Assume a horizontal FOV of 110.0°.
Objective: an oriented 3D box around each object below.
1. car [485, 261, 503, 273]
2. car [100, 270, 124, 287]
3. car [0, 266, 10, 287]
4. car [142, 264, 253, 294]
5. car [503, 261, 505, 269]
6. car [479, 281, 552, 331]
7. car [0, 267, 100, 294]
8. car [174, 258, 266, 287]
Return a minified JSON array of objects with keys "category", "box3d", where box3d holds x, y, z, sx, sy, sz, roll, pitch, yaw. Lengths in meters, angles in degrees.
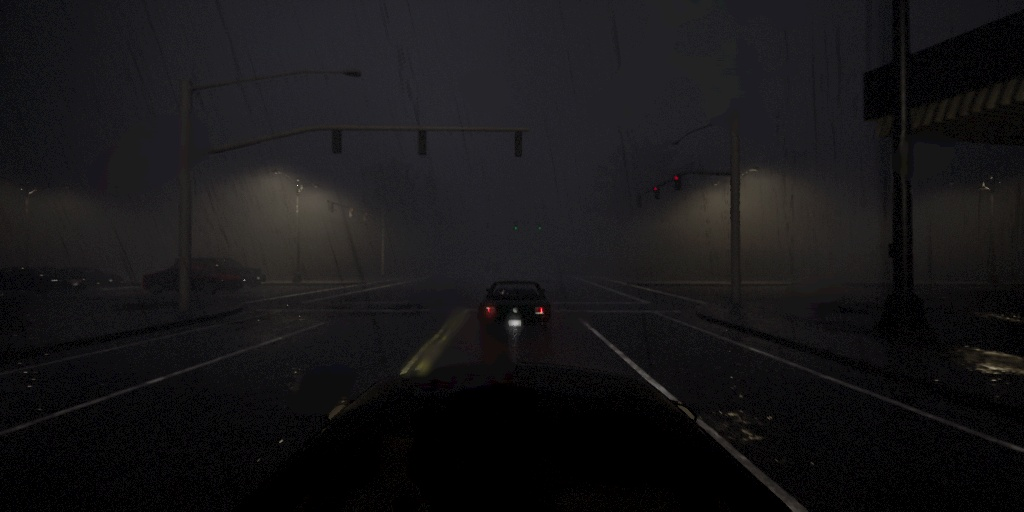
[{"category":"car","box3d":[-2.790,1.682,51.738,2.033,1.411,5.357,0,0,1]},{"category":"car","box3d":[-29.339,1.487,24.453,4.181,1.385,1.994,0,0,0]},{"category":"car","box3d":[-38.022,1.449,24.609,4.674,1.442,1.812,0,0,1]},{"category":"car","box3d":[-18.356,1.373,20.770,5.008,1.535,1.882,0,0,1]},{"category":"car","box3d":[-2.678,1.688,61.551,1.882,1.535,5.008,0,0,1]},{"category":"car","box3d":[0.119,1.425,11.312,1.895,1.301,4.718,0,0,1]},{"category":"car","box3d":[-27.859,1.387,20.931,4.902,1.511,2.128,0,0,1]},{"category":"car","box3d":[-19.921,1.144,24.317,5.566,2.045,2.150,0,0,1]}]
